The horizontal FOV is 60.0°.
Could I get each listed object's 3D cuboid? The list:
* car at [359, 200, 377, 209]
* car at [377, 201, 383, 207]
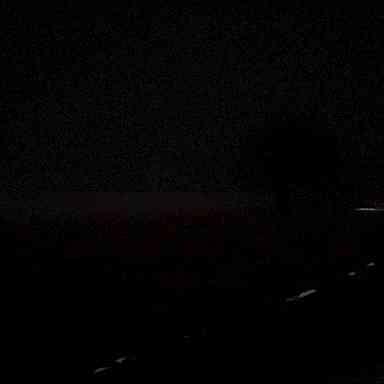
[{"bbox_3d":[30.031,2.145,57.293,1.994,1.385,4.181,2,0,21],"label":"car"},{"bbox_3d":[36.346,2.328,65.335,1.895,1.301,4.718,0,-1,23],"label":"car"}]
